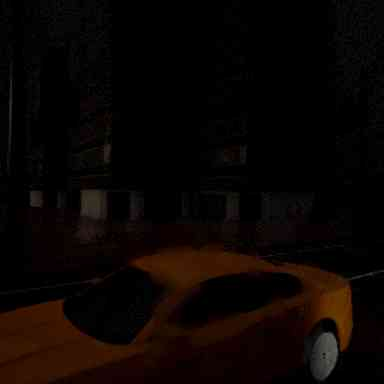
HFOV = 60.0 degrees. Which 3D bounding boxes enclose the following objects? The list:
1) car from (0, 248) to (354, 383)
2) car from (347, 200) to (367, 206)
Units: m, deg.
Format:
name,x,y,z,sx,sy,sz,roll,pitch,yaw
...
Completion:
name,x,y,z,sx,sy,sz,roll,pitch,yaw
car,-0.134,1.504,3.890,5.008,1.535,1.882,0,0,-35
car,41.879,2.887,85.250,1.970,1.475,3.806,1,-2,-36
